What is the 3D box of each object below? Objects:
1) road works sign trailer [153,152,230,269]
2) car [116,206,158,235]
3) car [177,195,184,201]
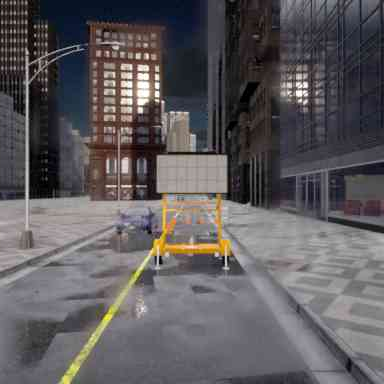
[{"bbox_3d":[-0.002,0.465,11.085,2.380,3.560,2.880,0,0,0],"label":"road works sign trailer"},{"bbox_3d":[-3.004,1.530,18.998,1.812,1.442,4.674,0,0,0],"label":"car"},{"bbox_3d":[-3.024,1.678,88.425,2.128,1.511,4.902,0,0,0],"label":"car"}]
